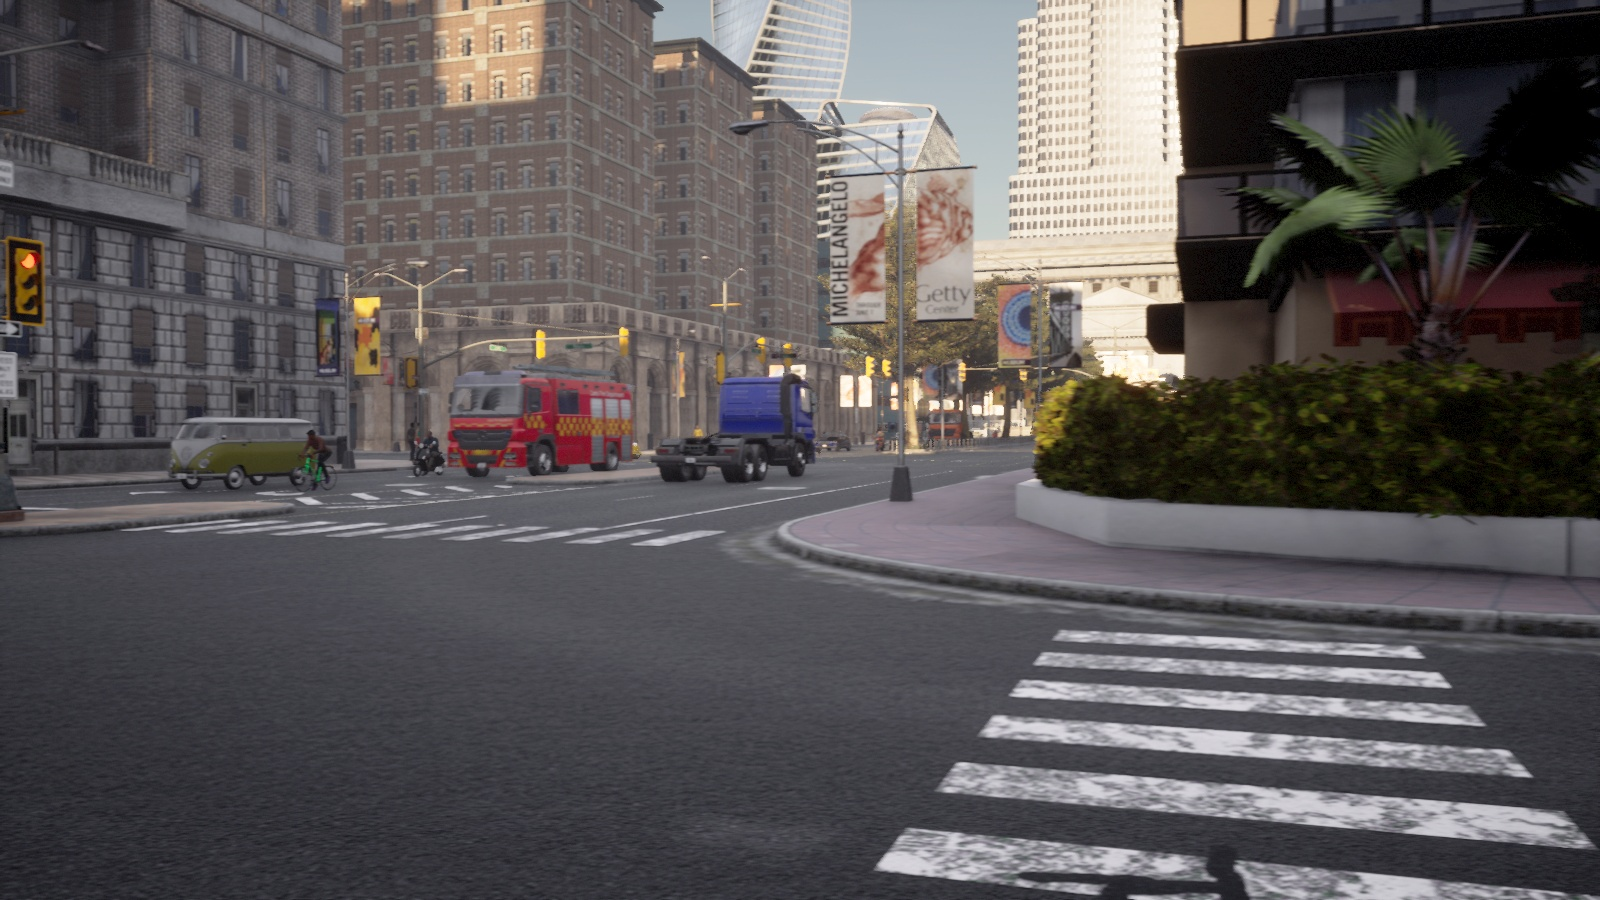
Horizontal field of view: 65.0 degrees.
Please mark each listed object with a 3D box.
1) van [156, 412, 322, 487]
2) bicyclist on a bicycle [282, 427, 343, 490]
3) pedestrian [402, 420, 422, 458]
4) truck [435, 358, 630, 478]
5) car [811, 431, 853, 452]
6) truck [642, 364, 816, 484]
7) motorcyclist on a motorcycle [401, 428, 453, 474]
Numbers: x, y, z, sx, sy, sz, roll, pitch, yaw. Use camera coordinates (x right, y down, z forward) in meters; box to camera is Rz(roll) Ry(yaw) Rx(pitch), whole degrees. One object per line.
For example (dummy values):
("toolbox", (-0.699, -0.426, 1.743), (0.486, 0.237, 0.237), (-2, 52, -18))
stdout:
("van", (-15.794, -0.050, 35.614), (1.775, 1.987, 4.442), (1, 1, 18))
("bicyclist on a bicycle", (-12.891, 0.199, 33.237), (0.582, 1.620, 1.656), (1, 1, 18))
("pedestrian", (-18.610, -0.551, 60.223), (0.328, 1.805, 0.869), (1, 1, 33))
("truck", (-9.197, -1.085, 44.494), (2.891, 3.827, 8.468), (1, 1, 18))
("car", (2.347, -0.608, 91.003), (1.816, 1.474, 4.193), (1, 1, 19))
("truck", (-2.063, -0.813, 40.578), (2.891, 3.462, 7.936), (1, 1, 18))
("motorcyclist on a motorcycle", (-13.056, 0.026, 43.987), (0.866, 1.590, 1.817), (1, 1, 18))
